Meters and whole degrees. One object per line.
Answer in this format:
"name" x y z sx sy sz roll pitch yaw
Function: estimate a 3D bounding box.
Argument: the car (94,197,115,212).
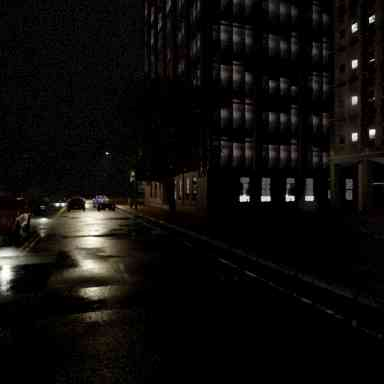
"car" -10.089 1.600 38.853 1.895 1.301 4.718 0 0 -18

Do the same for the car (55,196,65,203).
"car" -26.497 1.514 66.996 2.128 1.511 4.902 0 0 -19

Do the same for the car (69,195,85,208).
"car" -16.484 1.350 47.774 2.097 1.767 4.553 0 0 -18

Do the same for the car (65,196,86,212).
"car" -13.434 1.477 38.759 1.882 1.535 5.008 0 0 -19

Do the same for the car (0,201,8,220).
"car" -16.673 1.526 27.407 1.812 1.442 4.674 0 0 -19

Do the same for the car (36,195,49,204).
"car" -29.443 1.468 65.562 1.882 1.535 5.008 0 0 -19

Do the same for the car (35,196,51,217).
"car" -14.270 1.356 30.468 2.097 1.767 4.553 0 0 -17

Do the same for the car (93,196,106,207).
"car" -13.220 1.350 48.134 2.097 1.767 4.553 0 0 -18

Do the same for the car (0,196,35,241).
"car" -9.640 1.222 16.762 2.150 2.045 5.566 0 0 -18
